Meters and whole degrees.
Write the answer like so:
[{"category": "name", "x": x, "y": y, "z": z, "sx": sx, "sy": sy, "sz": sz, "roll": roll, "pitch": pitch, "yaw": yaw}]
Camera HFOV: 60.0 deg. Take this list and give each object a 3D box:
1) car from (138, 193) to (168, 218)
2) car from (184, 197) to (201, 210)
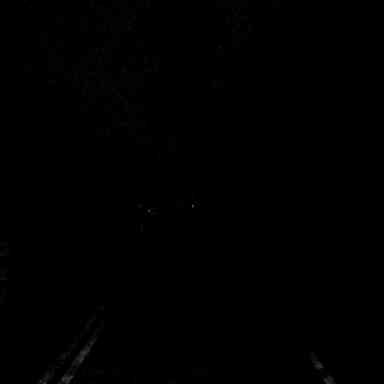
[{"category": "car", "x": -3.351, "y": 1.141, "z": 29.344, "sx": 2.150, "sy": 2.045, "sz": 5.566, "roll": 0, "pitch": 0, "yaw": 0}, {"category": "car", "x": 0.096, "y": 1.404, "z": 41.137, "sx": 1.837, "sy": 1.490, "sz": 4.892, "roll": 0, "pitch": 0, "yaw": 0}]
